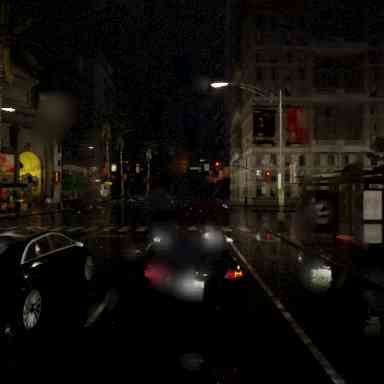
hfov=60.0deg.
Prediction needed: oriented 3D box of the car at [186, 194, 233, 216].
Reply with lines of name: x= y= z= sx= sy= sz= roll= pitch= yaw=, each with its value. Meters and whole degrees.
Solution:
car: x=1.777 y=1.352 z=33.014 sx=4.553 sy=1.767 sz=2.097 roll=0 pitch=0 yaw=25

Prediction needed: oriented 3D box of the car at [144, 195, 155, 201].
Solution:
car: x=-10.662 y=1.539 z=83.644 sx=2.033 sy=1.411 sz=5.357 roll=0 pitch=0 yaw=0

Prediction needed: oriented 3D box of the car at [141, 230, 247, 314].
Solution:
car: x=0.043 y=1.564 z=7.710 sx=1.994 sy=1.385 sz=4.181 roll=0 pitch=0 yaw=0

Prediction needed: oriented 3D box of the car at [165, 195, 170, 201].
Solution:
car: x=-7.168 y=1.524 z=83.444 sx=2.128 sy=1.511 sz=4.902 roll=0 pitch=0 yaw=0

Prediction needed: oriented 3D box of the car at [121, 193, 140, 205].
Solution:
car: x=-10.732 y=1.351 z=57.155 sx=2.097 sy=1.767 sz=4.553 roll=0 pitch=0 yaw=0

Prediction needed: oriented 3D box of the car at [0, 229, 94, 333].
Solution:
car: x=-3.461 y=1.491 z=6.772 sx=2.128 sy=1.511 sz=4.902 roll=0 pitch=0 yaw=0

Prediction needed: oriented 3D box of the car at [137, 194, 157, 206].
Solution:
car: x=-7.161 y=1.525 z=53.189 sx=1.812 sy=1.442 sz=4.674 roll=0 pitch=0 yaw=-1

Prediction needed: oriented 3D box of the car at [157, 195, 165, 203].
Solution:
car: x=-7.186 y=1.477 z=68.789 sx=1.882 sy=1.535 sz=5.008 roll=0 pitch=0 yaw=0

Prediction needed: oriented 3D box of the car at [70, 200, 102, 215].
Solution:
car: x=-10.692 y=1.547 z=34.128 sx=2.033 sy=1.411 sz=5.357 roll=0 pitch=0 yaw=0
